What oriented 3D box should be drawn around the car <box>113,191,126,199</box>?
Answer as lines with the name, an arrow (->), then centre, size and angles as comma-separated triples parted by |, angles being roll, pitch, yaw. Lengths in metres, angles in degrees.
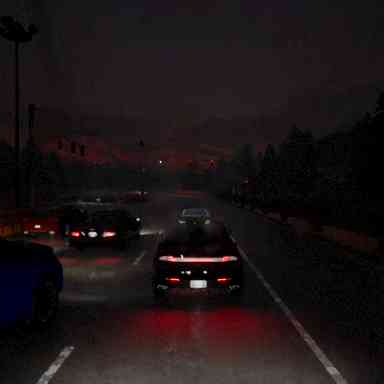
car -> -17.069, 0.769, 78.768 | 2.097, 1.767, 4.553 | 0, 0, 0

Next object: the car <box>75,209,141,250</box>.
car -> -3.348, 1.453, 13.779 | 2.033, 1.411, 5.357 | 0, 0, 0

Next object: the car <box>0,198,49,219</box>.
car -> -13.970, 1.294, 27.455 | 2.128, 1.511, 4.902 | 0, 0, 0

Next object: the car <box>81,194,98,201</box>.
car -> -20.639, 1.098, 66.922 | 1.895, 1.301, 4.718 | 0, 0, 0

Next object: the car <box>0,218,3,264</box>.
car -> -6.881, 1.512, 8.207 | 1.994, 1.385, 4.181 | 0, 0, 1

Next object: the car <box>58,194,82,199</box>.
car -> -20.777, 1.066, 55.706 | 1.882, 1.535, 5.008 | 0, 0, 2

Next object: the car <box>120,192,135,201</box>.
car -> -13.632, 1.019, 68.178 | 1.812, 1.442, 4.674 | 0, 0, 0

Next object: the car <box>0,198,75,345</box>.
car -> -3.387, 1.204, 3.606 | 2.150, 2.045, 5.566 | 0, 0, 0

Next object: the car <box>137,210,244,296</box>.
car -> 0.127, 1.438, 8.462 | 2.128, 1.511, 4.902 | 0, 0, 0

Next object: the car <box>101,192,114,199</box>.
car -> -20.556, 0.874, 81.040 | 1.882, 1.535, 5.008 | 0, 0, 0

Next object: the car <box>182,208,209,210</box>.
car -> 0.174, 1.476, 17.792 | 1.895, 1.301, 4.718 | 0, 0, 0

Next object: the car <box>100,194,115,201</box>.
car -> -17.136, 1.063, 67.385 | 1.994, 1.385, 4.181 | 0, 0, 0

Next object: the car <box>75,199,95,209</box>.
car -> -6.843, 1.358, 17.192 | 1.882, 1.535, 5.008 | 0, 0, 0

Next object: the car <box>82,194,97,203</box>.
car -> -17.270, 1.139, 57.409 | 1.994, 1.385, 4.181 | 0, 0, 1

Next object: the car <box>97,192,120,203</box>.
car -> -13.791, 1.116, 55.442 | 1.812, 1.442, 4.674 | 0, 0, 1
